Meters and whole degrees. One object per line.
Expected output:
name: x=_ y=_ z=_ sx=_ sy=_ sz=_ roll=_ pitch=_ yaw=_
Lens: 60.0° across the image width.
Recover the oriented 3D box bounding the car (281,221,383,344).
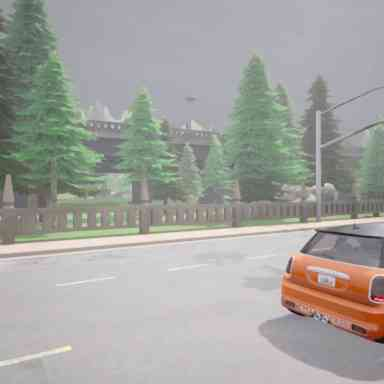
car: x=3.850 y=1.352 z=6.131 sx=4.553 sy=1.767 sz=2.097 roll=0 pitch=0 yaw=-31
